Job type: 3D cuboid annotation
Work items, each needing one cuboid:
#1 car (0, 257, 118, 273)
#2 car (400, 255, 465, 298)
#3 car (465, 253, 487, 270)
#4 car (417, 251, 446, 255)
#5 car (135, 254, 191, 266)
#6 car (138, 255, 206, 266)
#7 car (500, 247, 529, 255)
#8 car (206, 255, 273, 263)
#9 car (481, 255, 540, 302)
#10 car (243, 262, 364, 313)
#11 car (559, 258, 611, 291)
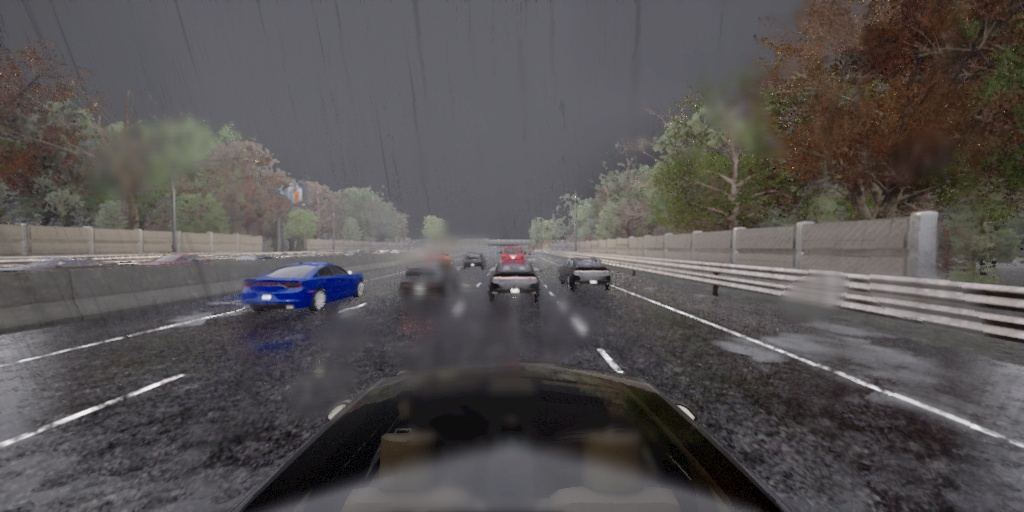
[{"bbox_3d":[-28.099,0.768,22.425,2.033,1.411,5.357,0,1,0],"label":"car"},{"bbox_3d":[-3.400,0.898,15.651,1.837,1.490,4.892,0,2,0],"label":"car"},{"bbox_3d":[-3.400,0.447,33.421,1.837,1.490,4.892,0,1,0],"label":"car"},{"bbox_3d":[-6.901,0.300,33.164,2.097,1.767,4.553,0,1,0],"label":"car"},{"bbox_3d":[-24.597,0.599,26.333,1.882,1.535,5.008,0,1,0],"label":"car"},{"bbox_3d":[-21.099,0.790,23.652,1.895,1.301,4.718,0,1,0],"label":"car"},{"bbox_3d":[0.098,0.181,32.718,2.150,2.045,5.566,0,1,0],"label":"car"},{"bbox_3d":[-17.599,0.701,24.211,1.812,1.442,4.674,0,1,0],"label":"car"},{"bbox_3d":[0.100,0.911,14.633,2.128,1.511,4.902,0,1,0],"label":"car"},{"bbox_3d":[-6.898,0.950,12.543,1.882,1.535,5.008,0,1,0],"label":"car"},{"bbox_3d":[3.501,0.829,17.817,2.128,1.511,4.902,0,1,0],"label":"car"}]
